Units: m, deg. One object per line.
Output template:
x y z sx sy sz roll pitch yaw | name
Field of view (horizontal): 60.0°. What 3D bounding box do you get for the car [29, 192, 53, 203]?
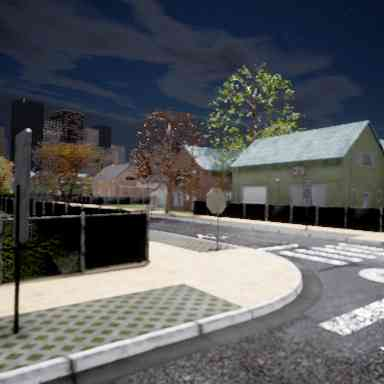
-20.812 1.055 45.498 2.150 2.045 5.566 1 -1 -37 | car
